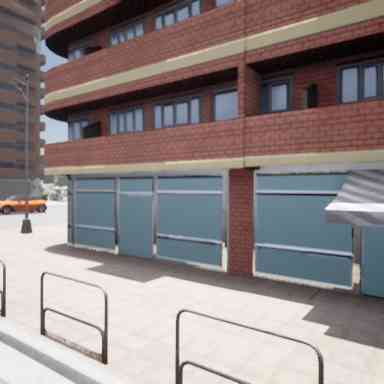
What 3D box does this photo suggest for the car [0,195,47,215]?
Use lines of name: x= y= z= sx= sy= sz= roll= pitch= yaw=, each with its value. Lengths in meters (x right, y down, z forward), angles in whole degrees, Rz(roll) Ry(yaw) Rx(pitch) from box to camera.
car: x=-15.499 y=1.053 z=29.752 sx=2.097 sy=1.767 sz=4.553 roll=1 pitch=0 yaw=36
